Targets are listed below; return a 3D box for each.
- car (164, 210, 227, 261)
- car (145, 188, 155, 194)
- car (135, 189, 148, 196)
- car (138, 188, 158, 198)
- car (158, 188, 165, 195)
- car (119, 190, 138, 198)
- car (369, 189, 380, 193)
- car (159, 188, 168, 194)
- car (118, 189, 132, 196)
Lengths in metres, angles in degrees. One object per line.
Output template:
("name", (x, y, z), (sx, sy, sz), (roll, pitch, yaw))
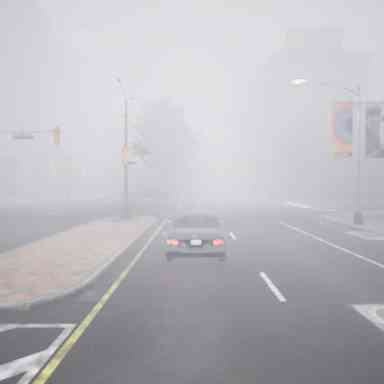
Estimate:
("car", (0.121, 1.315, 11.230), (2.033, 1.411, 5.357), (0, 1, 1))
("car", (-11.110, -0.298, 88.876), (2.128, 1.511, 4.902), (0, 1, 0))
("car", (-11.175, 0.001, 74.261), (2.128, 1.511, 4.902), (0, 1, 0))
("car", (-7.781, 0.344, 59.435), (1.994, 1.385, 4.181), (0, 1, 1))
("car", (-7.676, 0.035, 73.993), (1.994, 1.385, 4.181), (0, 1, 0))
("car", (-11.282, 0.389, 59.009), (1.895, 1.301, 4.718), (0, 1, 1))
("car", (38.265, -0.004, 73.072), (2.231, 1.521, 4.892), (0, 1, 0))
("car", (-7.610, -0.299, 88.949), (1.812, 1.442, 4.674), (0, 1, 0))
("car", (-14.435, 0.118, 71.912), (1.895, 1.301, 4.718), (0, 1, 0))
